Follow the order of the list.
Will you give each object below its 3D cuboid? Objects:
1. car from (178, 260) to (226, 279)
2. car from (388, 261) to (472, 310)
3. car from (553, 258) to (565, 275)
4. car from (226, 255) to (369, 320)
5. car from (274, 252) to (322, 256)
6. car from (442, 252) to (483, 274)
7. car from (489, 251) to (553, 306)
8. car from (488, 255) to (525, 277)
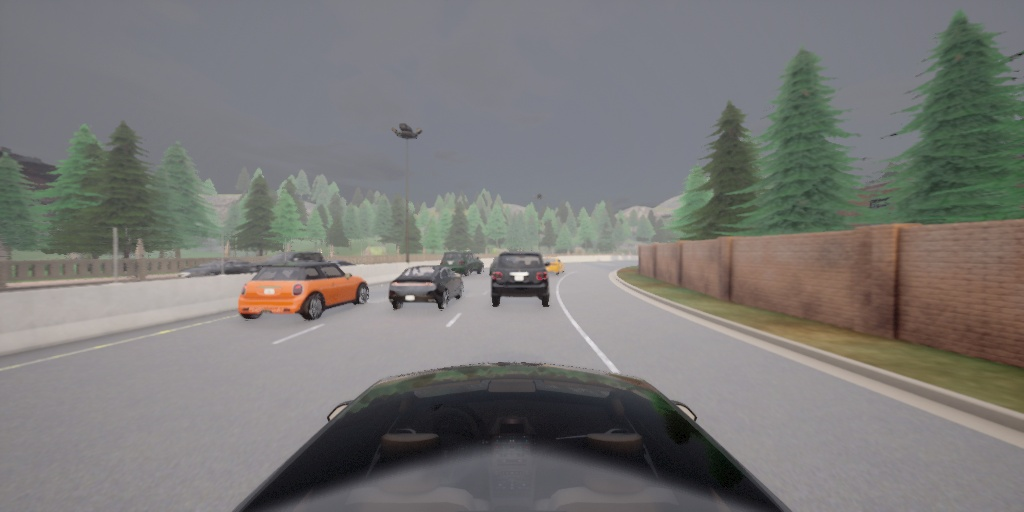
[{"bbox_3d":[-19.779,0.986,24.439,2.128,1.511,4.902,0,1,9],"label":"car"},{"bbox_3d":[-3.128,1.105,13.881,2.128,1.511,4.902,0,1,3],"label":"car"},{"bbox_3d":[3.663,0.878,32.977,1.882,1.535,5.008,0,1,16],"label":"car"},{"bbox_3d":[-6.710,0.984,12.176,2.097,1.767,4.553,0,1,3],"label":"car"},{"bbox_3d":[-16.043,0.699,26.082,2.150,2.045,5.566,0,0,10],"label":"car"},{"bbox_3d":[-4.183,0.647,30.689,2.150,2.045,5.566,0,1,13],"label":"car"},{"bbox_3d":[0.425,0.823,15.008,2.150,2.045,5.566,0,1,4],"label":"car"},{"bbox_3d":[-0.401,0.772,31.212,2.097,1.767,4.553,0,1,14],"label":"car"}]
